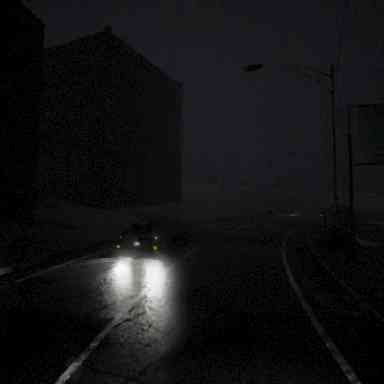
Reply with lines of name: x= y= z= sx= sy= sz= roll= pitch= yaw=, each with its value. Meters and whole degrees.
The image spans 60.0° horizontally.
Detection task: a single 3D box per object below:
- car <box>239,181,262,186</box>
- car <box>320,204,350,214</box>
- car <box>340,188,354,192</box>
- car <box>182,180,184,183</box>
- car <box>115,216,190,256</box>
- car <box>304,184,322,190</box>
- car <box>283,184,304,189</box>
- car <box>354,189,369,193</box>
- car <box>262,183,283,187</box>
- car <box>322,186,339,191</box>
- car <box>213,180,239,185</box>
car: x=11.825 y=-1.533 z=71.273 sx=4.892 sy=1.521 sz=2.231 roll=2 pitch=-5 yaw=-21
car: x=20.408 y=2.442 z=47.353 sx=5.357 sy=1.411 sz=2.033 roll=1 pitch=-4 yaw=-38
car: x=37.224 y=-0.279 z=82.642 sx=4.674 sy=1.452 sz=2.002 roll=3 pitch=-5 yaw=-27
car: x=-3.581 y=-2.208 z=65.513 sx=4.553 sy=1.767 sz=2.185 roll=2 pitch=-5 yaw=-21
car: x=-1.470 y=1.688 z=13.763 sx=1.994 sy=1.385 sz=4.181 roll=-1 pitch=-1 yaw=15
car: x=27.125 y=-0.963 z=77.736 sx=4.553 sy=1.767 sz=2.185 roll=3 pitch=-5 yaw=-24
car: x=22.086 y=-1.080 z=75.472 sx=5.008 sy=1.535 sz=2.097 roll=3 pitch=-5 yaw=-23
car: x=42.016 y=-0.054 z=85.168 sx=4.892 sy=1.521 sz=2.231 roll=3 pitch=-6 yaw=-28
car: x=16.978 y=-1.274 z=73.315 sx=4.674 sy=1.452 sz=2.002 roll=2 pitch=-5 yaw=-22
car: x=32.291 y=-0.548 z=80.180 sx=4.792 sy=1.488 sz=2.163 roll=3 pitch=-5 yaw=-25
car: x=6.661 y=-1.726 z=69.334 sx=4.892 sy=1.521 sz=2.231 roll=2 pitch=-5 yaw=-21
